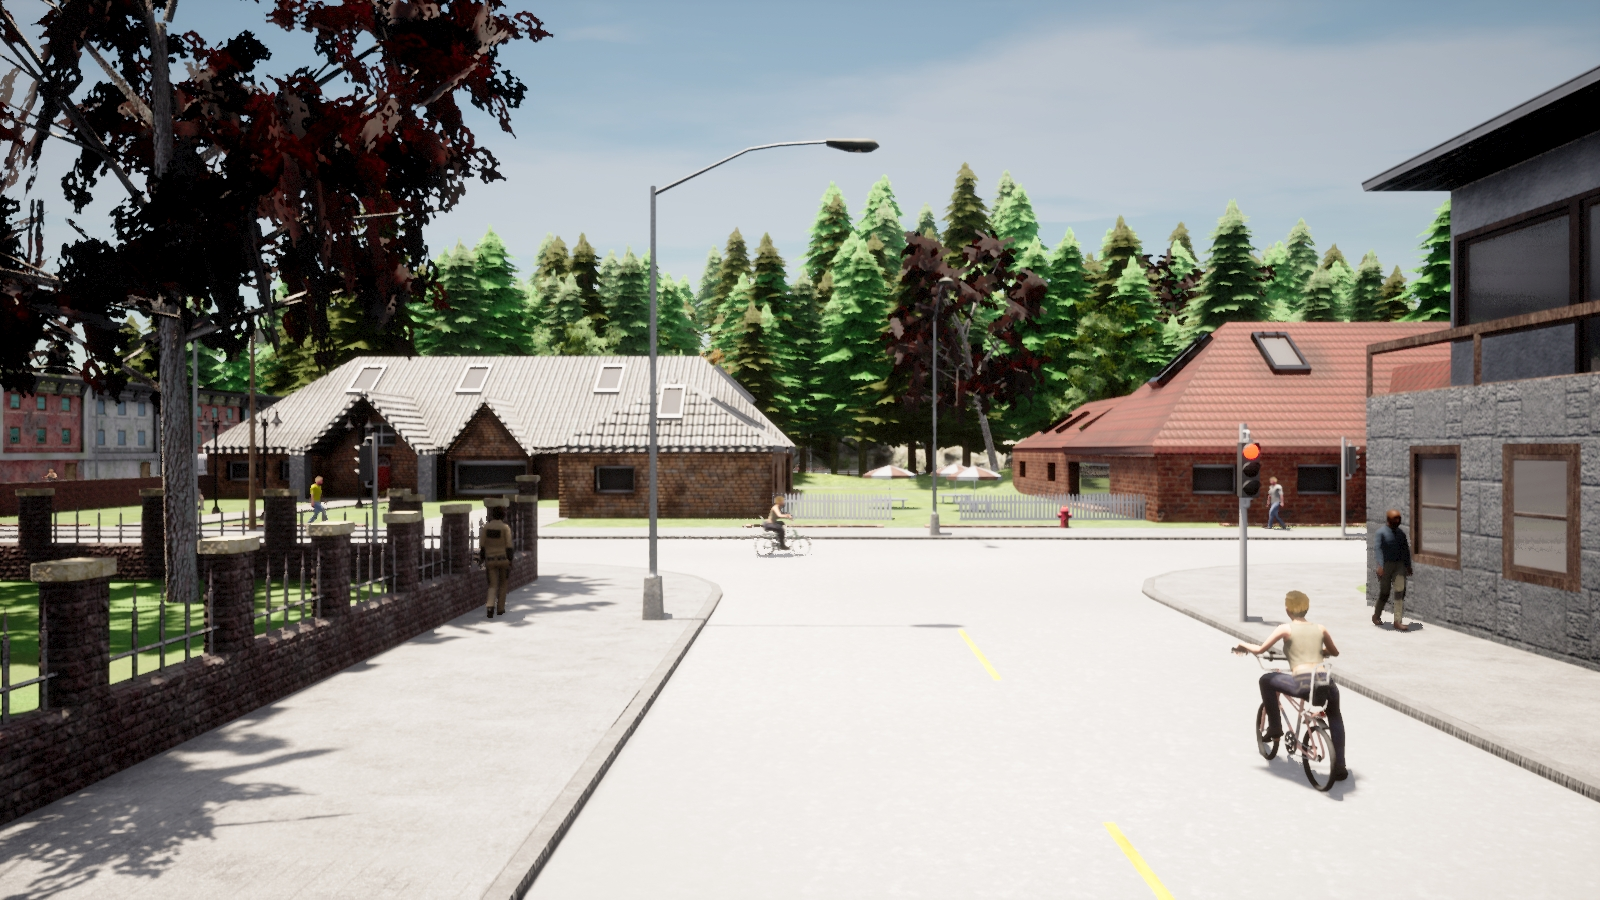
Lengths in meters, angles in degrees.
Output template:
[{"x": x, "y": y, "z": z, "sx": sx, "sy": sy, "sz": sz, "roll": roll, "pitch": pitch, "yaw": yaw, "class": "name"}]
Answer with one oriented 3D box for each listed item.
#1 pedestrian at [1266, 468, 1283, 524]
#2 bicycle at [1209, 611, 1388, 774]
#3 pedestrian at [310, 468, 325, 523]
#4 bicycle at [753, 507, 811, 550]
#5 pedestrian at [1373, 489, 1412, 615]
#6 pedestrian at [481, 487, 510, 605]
[{"x": 15.917, "y": 1.528, "z": 38.348, "sx": 0.375, "sy": 1.860, "sz": 0.375, "roll": 0, "pitch": 0, "yaw": -12, "class": "pedestrian"}, {"x": 4.247, "y": 2.037, "z": 9.857, "sx": 0.859, "sy": 1.080, "sz": 1.487, "roll": 0, "pitch": 0, "yaw": -2, "class": "bicycle"}, {"x": -16.253, "y": 1.528, "z": 38.485, "sx": 0.375, "sy": 1.860, "sz": 0.375, "roll": 0, "pitch": 0, "yaw": -2, "class": "pedestrian"}, {"x": -0.460, "y": 2.039, "z": 29.865, "sx": 1.487, "sy": 1.080, "sz": 0.859, "roll": 0, "pitch": 0, "yaw": 1, "class": "bicycle"}, {"x": 8.877, "y": 1.517, "z": 17.124, "sx": 0.375, "sy": 1.860, "sz": 0.375, "roll": 0, "pitch": 0, "yaw": 0, "class": "pedestrian"}, {"x": -4.869, "y": 1.525, "z": 18.284, "sx": 0.375, "sy": 1.860, "sz": 0.375, "roll": 0, "pitch": 0, "yaw": 0, "class": "pedestrian"}]
